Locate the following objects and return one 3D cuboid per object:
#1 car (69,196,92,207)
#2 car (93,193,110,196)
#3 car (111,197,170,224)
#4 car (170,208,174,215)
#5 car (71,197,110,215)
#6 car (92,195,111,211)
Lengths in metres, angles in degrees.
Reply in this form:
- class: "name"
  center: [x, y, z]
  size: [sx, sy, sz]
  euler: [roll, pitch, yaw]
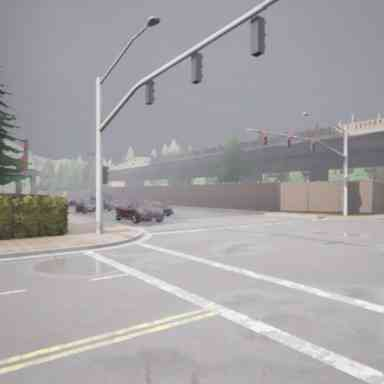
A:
- class: "car"
  center: [-16.330, 1.502, 48.064]
  size: [1.994, 1.385, 4.181]
  euler: [0, 0, -35]
- class: "car"
  center: [-14.252, 1.158, 51.486]
  size: [2.150, 2.045, 5.566]
  euler: [0, 0, -35]
- class: "car"
  center: [-3.899, 1.292, 24.403]
  size: [2.097, 1.767, 4.553]
  euler: [0, 0, -35]
- class: "car"
  center: [-3.750, 1.486, 30.251]
  size: [2.033, 1.411, 5.357]
  euler: [0, 0, -35]
- class: "car"
  center: [-10.208, 1.504, 33.317]
  size: [1.994, 1.385, 4.181]
  euler: [0, 0, -35]
- class: "car"
  center: [-9.368, 1.430, 38.190]
  size: [2.128, 1.511, 4.902]
  euler: [0, 0, -35]
